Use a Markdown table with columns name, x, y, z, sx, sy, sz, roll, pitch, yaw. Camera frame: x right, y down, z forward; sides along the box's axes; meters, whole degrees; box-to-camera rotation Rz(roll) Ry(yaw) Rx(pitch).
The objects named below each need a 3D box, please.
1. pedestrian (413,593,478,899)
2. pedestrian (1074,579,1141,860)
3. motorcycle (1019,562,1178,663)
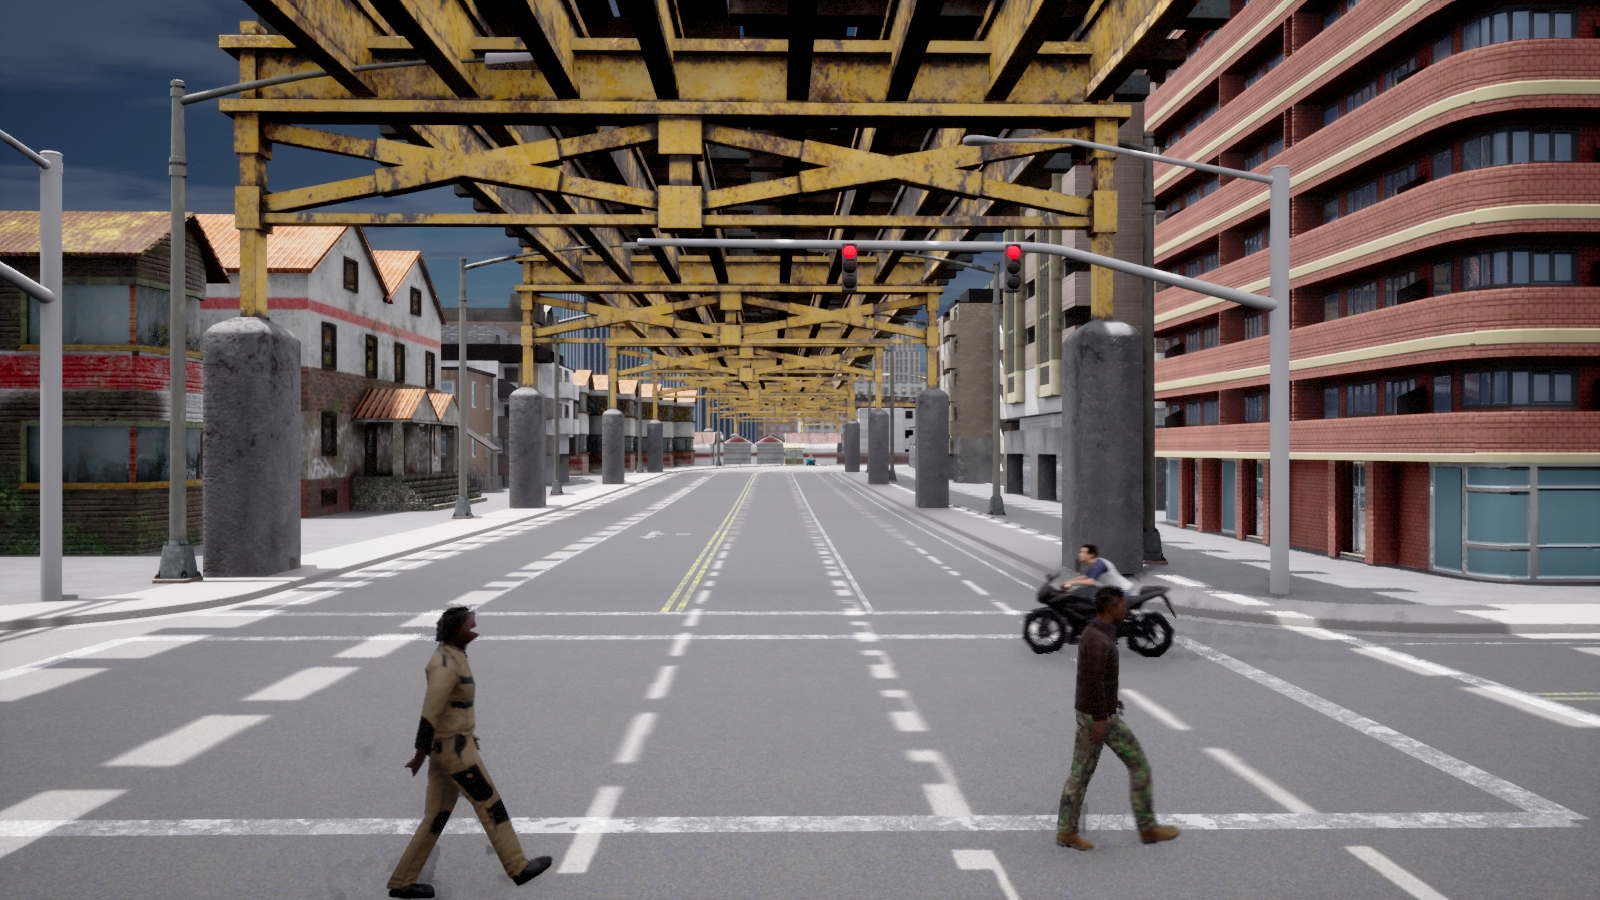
| name | x | y | z | sx | sy | sz | roll | pitch | yaw |
| --- | --- | --- | --- | --- | --- | --- | --- | --- | --- |
| pedestrian | -2.200 | 1.848 | 7.113 | 0.375 | 1.860 | 0.375 | 0 | 0 | -16 |
| pedestrian | 2.128 | 1.848 | 7.932 | 0.375 | 1.860 | 0.375 | 0 | 0 | 3 |
| motorcycle | 3.997 | 2.174 | 15.481 | 2.033 | 1.224 | 0.803 | 0 | -2 | 11 |
